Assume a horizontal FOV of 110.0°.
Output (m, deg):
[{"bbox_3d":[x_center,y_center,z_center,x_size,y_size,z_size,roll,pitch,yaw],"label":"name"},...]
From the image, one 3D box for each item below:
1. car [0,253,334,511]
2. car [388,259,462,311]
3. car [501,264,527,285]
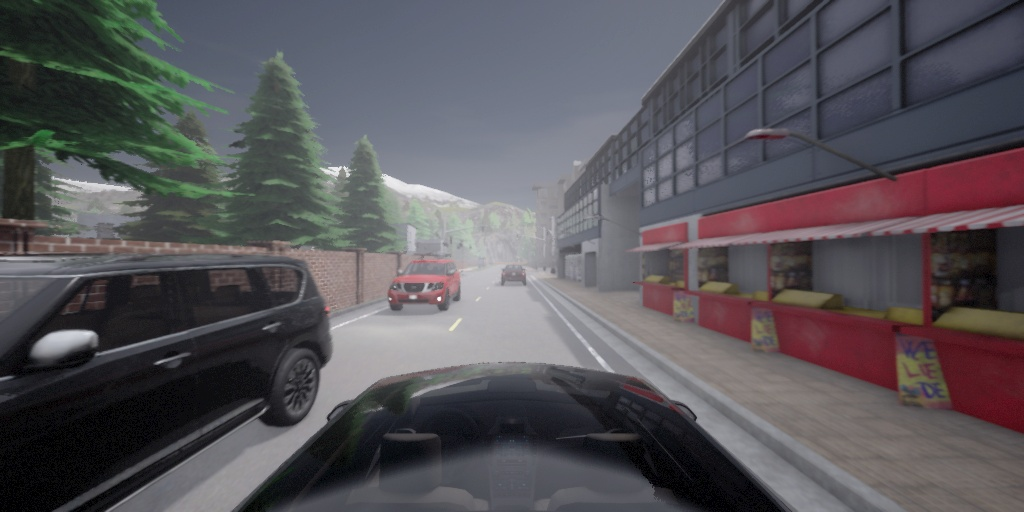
[{"bbox_3d":[-3.627,0.987,2.854,2.150,2.045,5.566,0,0,1],"label":"car"},{"bbox_3d":[-3.577,1.149,15.772,2.150,2.045,5.566,0,0,0],"label":"car"},{"bbox_3d":[0.134,1.475,30.664,2.097,1.767,4.553,0,-1,0],"label":"car"}]
